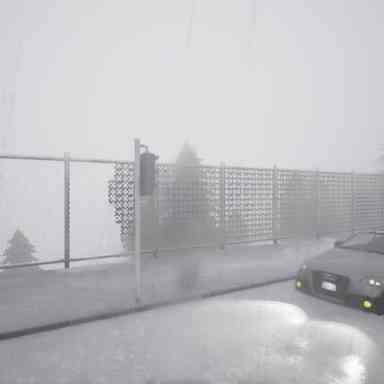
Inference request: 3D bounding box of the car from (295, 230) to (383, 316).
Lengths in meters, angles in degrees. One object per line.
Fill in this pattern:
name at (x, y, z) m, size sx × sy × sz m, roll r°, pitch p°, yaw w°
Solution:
car at (4.222, 1.564, 7.230) m, size 4.181 × 1.385 × 1.994 m, roll 0°, pitch 0°, yaw -32°
